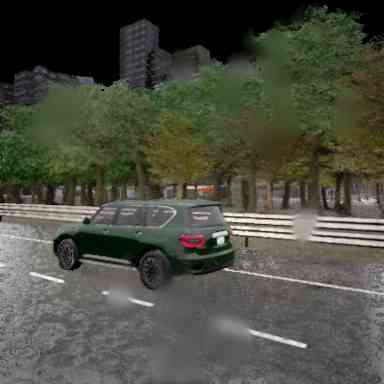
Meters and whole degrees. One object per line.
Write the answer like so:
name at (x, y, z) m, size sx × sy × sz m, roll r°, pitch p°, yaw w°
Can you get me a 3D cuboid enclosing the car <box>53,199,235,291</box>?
car at (-1.520, 1.223, 9.256) m, size 5.566 × 2.045 × 2.150 m, roll 0°, pitch 0°, yaw 36°
